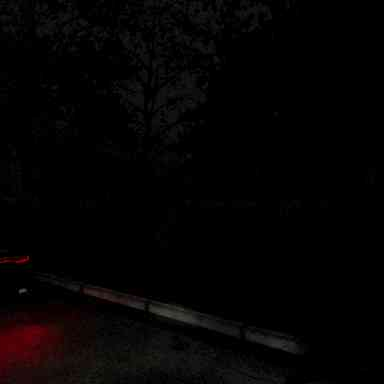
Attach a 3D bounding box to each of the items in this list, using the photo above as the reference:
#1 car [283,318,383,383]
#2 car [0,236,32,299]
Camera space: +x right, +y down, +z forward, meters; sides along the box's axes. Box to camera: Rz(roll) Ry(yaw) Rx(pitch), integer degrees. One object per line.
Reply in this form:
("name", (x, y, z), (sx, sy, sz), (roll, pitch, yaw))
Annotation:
("car", (2.622, 1.351, 1.493), (4.553, 1.767, 2.097), (0, 0, 36))
("car", (-5.563, 1.488, 7.395), (5.008, 1.535, 1.882), (0, 0, 36))
